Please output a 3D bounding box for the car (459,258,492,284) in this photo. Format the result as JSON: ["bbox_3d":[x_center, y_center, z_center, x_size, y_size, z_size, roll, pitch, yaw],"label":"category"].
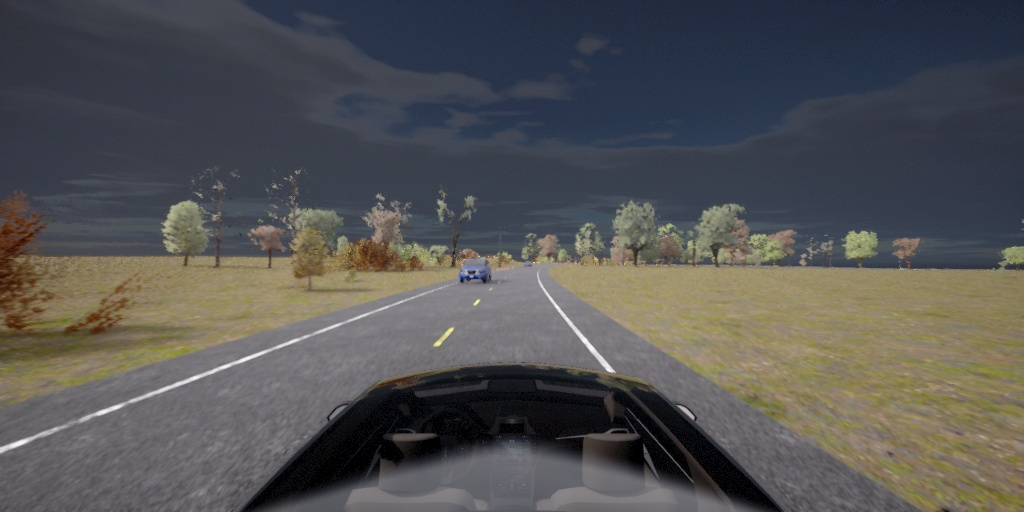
[{"bbox_3d":[-2.970,1.222,30.148,2.150,2.045,5.566,0,-1,3],"label":"car"}]

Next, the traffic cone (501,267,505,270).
[{"bbox_3d":[-1.876,2.284,64.175,0.340,0.580,0.340,0,0,6],"label":"traffic cone"}]
